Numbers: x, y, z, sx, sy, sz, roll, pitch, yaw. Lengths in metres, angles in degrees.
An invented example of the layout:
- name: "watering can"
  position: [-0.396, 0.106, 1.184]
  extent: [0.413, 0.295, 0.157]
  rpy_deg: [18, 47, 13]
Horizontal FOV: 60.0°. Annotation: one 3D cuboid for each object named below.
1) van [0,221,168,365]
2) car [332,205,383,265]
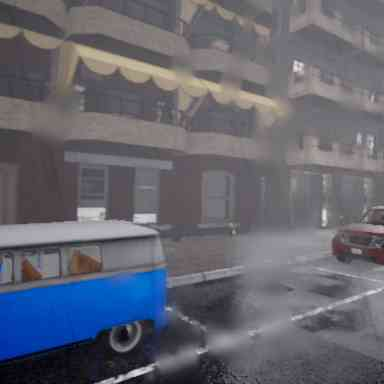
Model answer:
- name: "van"
  position: [-2.262, 1.344, 4.459]
  extent: [3.998, 1.788, 1.690]
  rpy_deg: [0, 1, -36]
- name: "car"
  position: [6.729, 1.376, 10.901]
  extent: [5.009, 1.841, 2.192]
  rpy_deg: [0, 1, -36]
